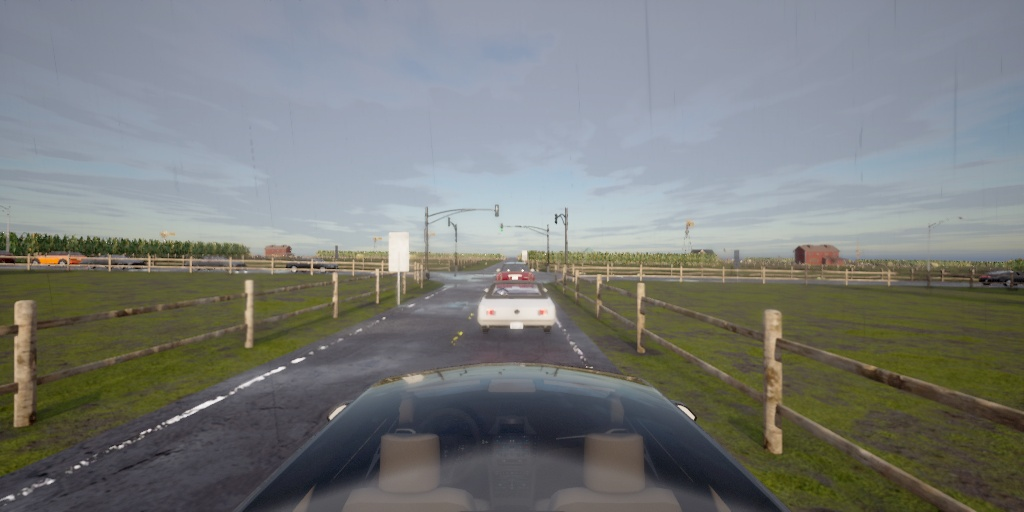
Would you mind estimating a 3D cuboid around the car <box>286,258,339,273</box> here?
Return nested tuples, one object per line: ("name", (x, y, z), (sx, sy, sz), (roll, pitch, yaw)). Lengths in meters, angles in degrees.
("car", (-20.335, 0.954, 36.631), (4.892, 1.490, 1.837), (1, 0, 0))

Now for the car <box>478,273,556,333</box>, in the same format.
("car", (0.121, 1.366, 10.716), (1.895, 1.301, 4.718), (0, 0, 0))

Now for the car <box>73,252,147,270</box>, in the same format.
("car", (-40.745, 0.628, 36.694), (5.357, 1.411, 2.033), (1, 0, 1))

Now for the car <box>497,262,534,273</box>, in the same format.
("car", (0.197, 1.133, 20.293), (2.097, 1.767, 4.553), (0, 0, 1))

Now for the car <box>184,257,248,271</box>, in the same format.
("car", (-30.223, 0.817, 36.662), (5.357, 1.411, 2.033), (1, 0, 1))

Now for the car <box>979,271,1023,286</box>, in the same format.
("car", (50.702, 2.315, 36.450), (4.892, 1.490, 1.837), (1, 0, 0))
